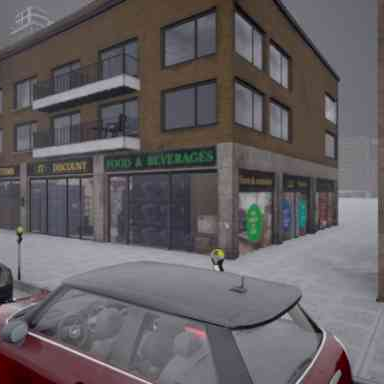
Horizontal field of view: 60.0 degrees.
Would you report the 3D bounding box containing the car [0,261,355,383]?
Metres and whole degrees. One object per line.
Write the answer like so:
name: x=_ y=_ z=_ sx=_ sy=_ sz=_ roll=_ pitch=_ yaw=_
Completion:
car: x=-0.677 y=1.444 z=3.287 sx=4.097 sy=1.590 sz=1.967 roll=0 pitch=0 yaw=35
